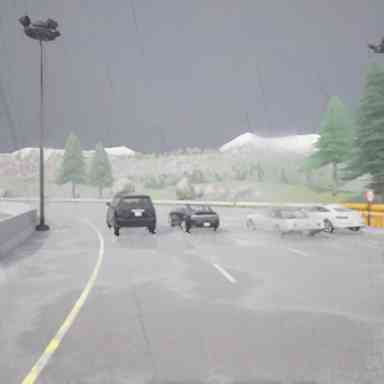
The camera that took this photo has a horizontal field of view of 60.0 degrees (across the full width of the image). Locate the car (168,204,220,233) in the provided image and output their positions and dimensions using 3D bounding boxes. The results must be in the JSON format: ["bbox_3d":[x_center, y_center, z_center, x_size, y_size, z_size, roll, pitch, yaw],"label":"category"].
[{"bbox_3d":[-0.014,1.415,19.107,2.128,1.511,4.902,0,0,-18],"label":"car"}]

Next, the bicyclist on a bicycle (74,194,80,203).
[{"bbox_3d":[-21.890,1.117,63.606,0.582,1.620,1.656,1,-20,30],"label":"bicyclist on a bicycle"}]

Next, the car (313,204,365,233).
[{"bbox_3d":[7.607,1.417,18.917,1.812,1.442,4.674,0,0,-16],"label":"car"}]

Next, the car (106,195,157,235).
[{"bbox_3d":[-3.544,1.162,18.851,2.150,2.045,5.566,0,0,-20],"label":"car"}]

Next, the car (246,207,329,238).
[{"bbox_3d":[4.523,1.515,17.090,1.895,1.301,4.718,0,0,-16],"label":"car"}]
